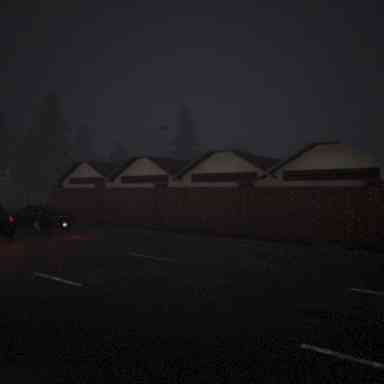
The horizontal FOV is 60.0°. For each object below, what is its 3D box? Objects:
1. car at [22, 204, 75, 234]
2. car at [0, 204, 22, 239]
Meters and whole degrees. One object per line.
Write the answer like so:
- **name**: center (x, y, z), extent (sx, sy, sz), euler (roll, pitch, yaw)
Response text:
- **car**: center (-8.592, 1.432, 18.718), extent (4.892, 1.490, 1.837), euler (0, 0, 36)
- **car**: center (-10.329, 1.281, 15.658), extent (4.553, 1.767, 2.097), euler (0, 0, 36)
